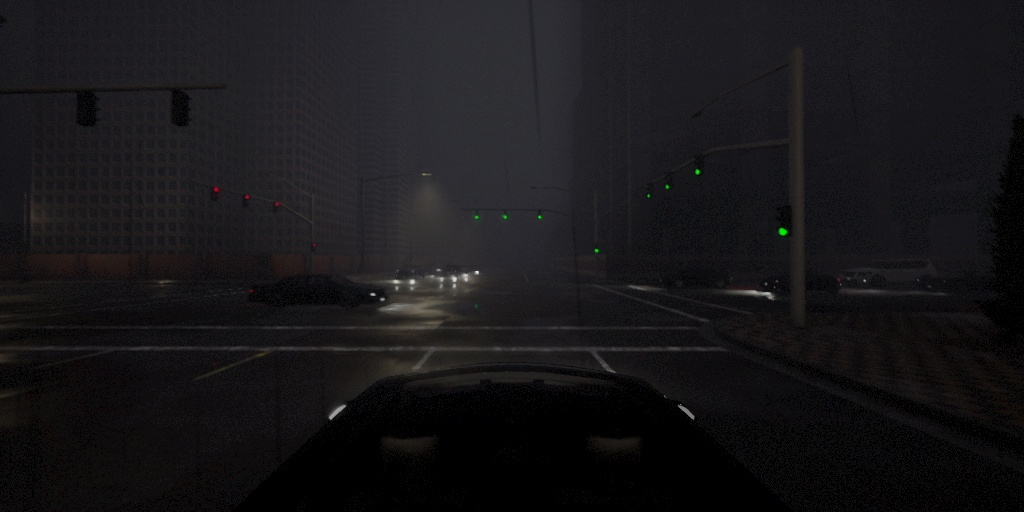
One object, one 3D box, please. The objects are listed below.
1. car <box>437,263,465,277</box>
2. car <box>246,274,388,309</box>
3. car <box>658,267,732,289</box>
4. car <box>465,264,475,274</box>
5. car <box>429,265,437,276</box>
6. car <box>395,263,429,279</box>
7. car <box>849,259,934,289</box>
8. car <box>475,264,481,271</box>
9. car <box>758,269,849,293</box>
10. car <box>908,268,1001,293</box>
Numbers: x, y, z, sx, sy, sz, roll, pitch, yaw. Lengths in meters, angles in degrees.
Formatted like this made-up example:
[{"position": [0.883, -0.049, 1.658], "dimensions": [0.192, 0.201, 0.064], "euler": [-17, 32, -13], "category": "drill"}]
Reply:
[{"position": [-7.205, 1.739, 43.074], "dimensions": [1.837, 1.490, 4.892], "euler": [0, -1, 1], "category": "car"}, {"position": [-8.224, 1.471, 15.388], "dimensions": [5.357, 1.411, 2.033], "euler": [0, -1, 0], "category": "car"}, {"position": [13.150, 1.538, 25.876], "dimensions": [4.892, 1.490, 1.837], "euler": [0, -1, 1], "category": "car"}, {"position": [-7.055, 1.944, 52.329], "dimensions": [1.895, 1.301, 4.718], "euler": [0, -1, 1], "category": "car"}, {"position": [-10.635, 1.836, 47.705], "dimensions": [2.033, 1.411, 5.357], "euler": [0, -1, 1], "category": "car"}, {"position": [-10.768, 1.530, 38.233], "dimensions": [2.097, 1.767, 4.553], "euler": [0, -1, 1], "category": "car"}, {"position": [26.977, 1.251, 25.757], "dimensions": [5.566, 2.045, 2.150], "euler": [0, -1, 0], "category": "car"}, {"position": [-6.777, 2.091, 64.850], "dimensions": [1.895, 1.301, 4.718], "euler": [0, -1, 1], "category": "car"}, {"position": [17.802, 1.556, 22.316], "dimensions": [4.181, 1.385, 1.994], "euler": [0, -1, 0], "category": "car"}, {"position": [28.157, 1.592, 22.244], "dimensions": [4.718, 1.301, 1.895], "euler": [0, -1, 0], "category": "car"}]
